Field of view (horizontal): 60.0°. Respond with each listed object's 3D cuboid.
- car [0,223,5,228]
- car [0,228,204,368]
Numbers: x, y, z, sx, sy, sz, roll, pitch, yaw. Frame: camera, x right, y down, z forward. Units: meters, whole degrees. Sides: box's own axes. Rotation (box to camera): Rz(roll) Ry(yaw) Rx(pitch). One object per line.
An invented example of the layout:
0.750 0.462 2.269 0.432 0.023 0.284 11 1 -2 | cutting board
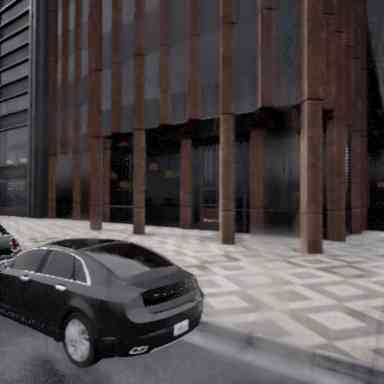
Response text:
-6.865 1.452 9.503 4.553 1.767 2.097 0 -1 37 | car
-2.086 1.581 5.924 4.892 1.490 1.837 0 -1 37 | car
